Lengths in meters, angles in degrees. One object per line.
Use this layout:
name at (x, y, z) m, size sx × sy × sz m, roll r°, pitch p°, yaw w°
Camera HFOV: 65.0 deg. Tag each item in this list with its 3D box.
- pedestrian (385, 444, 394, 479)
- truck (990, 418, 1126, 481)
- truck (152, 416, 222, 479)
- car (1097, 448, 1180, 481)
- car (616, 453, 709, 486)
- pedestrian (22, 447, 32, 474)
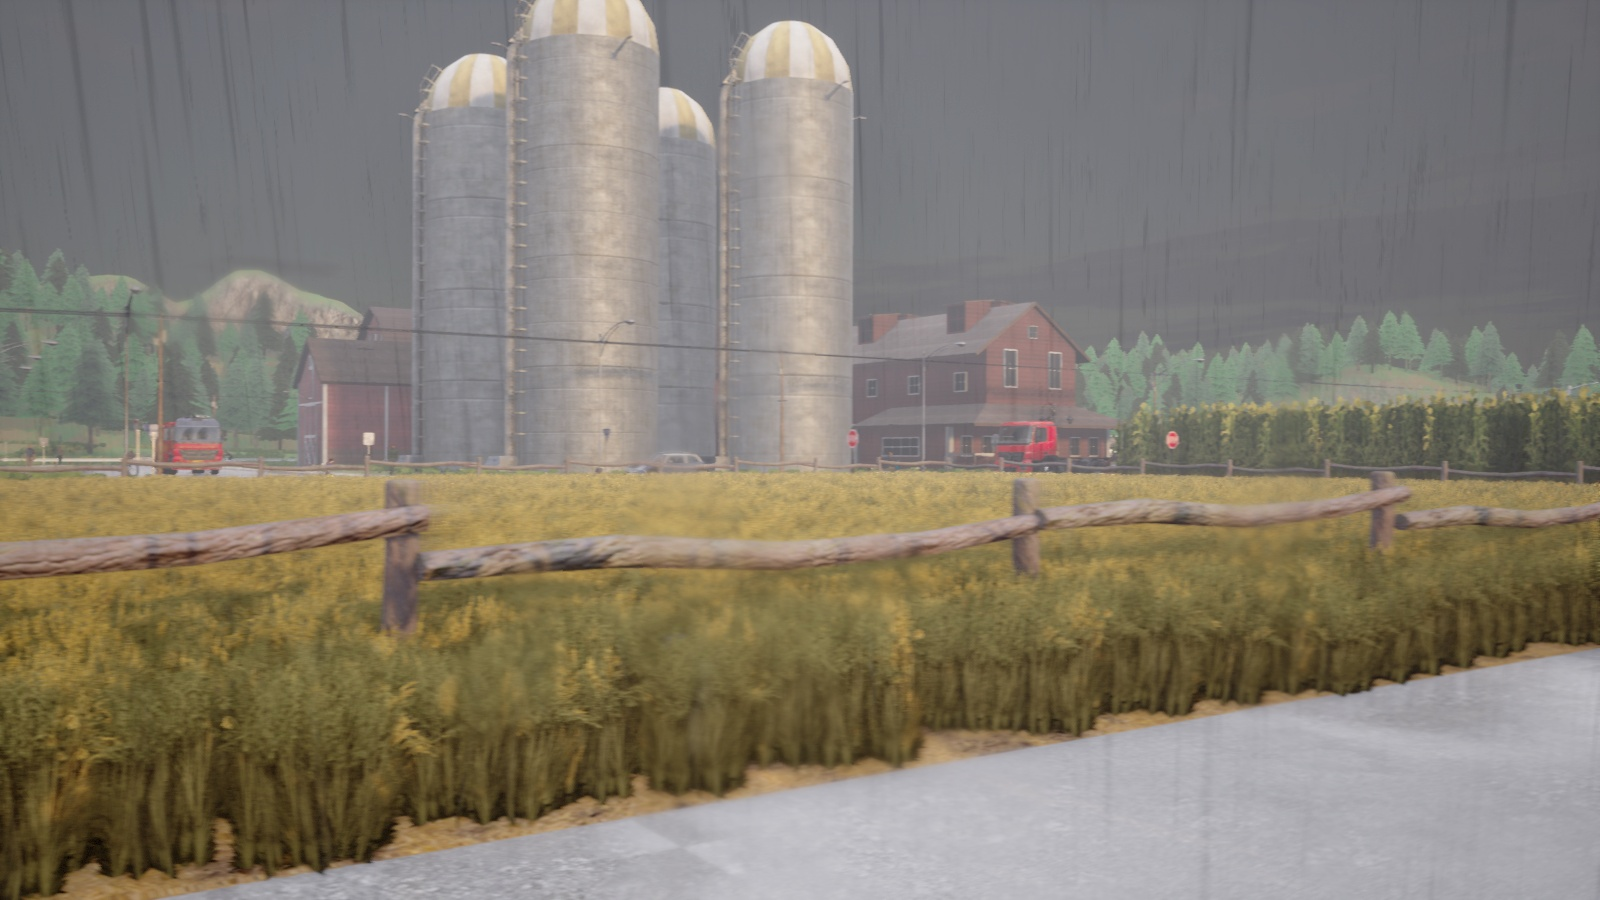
pedestrian at (-22.341, 0.626, 68.385) m, size 0.353 × 1.847 × 0.614 m, roll 0°, pitch 0°, yaw -31°
truck at (14.931, -0.032, 72.382) m, size 7.936 × 3.462 × 2.891 m, roll 0°, pitch 0°, yaw -33°
truck at (-39.638, -0.142, 81.054) m, size 2.891 × 3.827 × 8.468 m, roll 0°, pitch 0°, yaw -34°
car at (19.175, 0.801, 71.039) m, size 4.553 × 1.767 × 2.097 m, roll 0°, pitch 0°, yaw -35°
car at (-6.365, 0.892, 58.221) m, size 3.806 × 1.475 × 1.970 m, roll 0°, pitch 0°, yaw -34°
pedestrian at (-51.690, 0.697, 83.971) m, size 0.540 × 1.848 × 0.694 m, roll 0°, pitch 0°, yaw -36°
